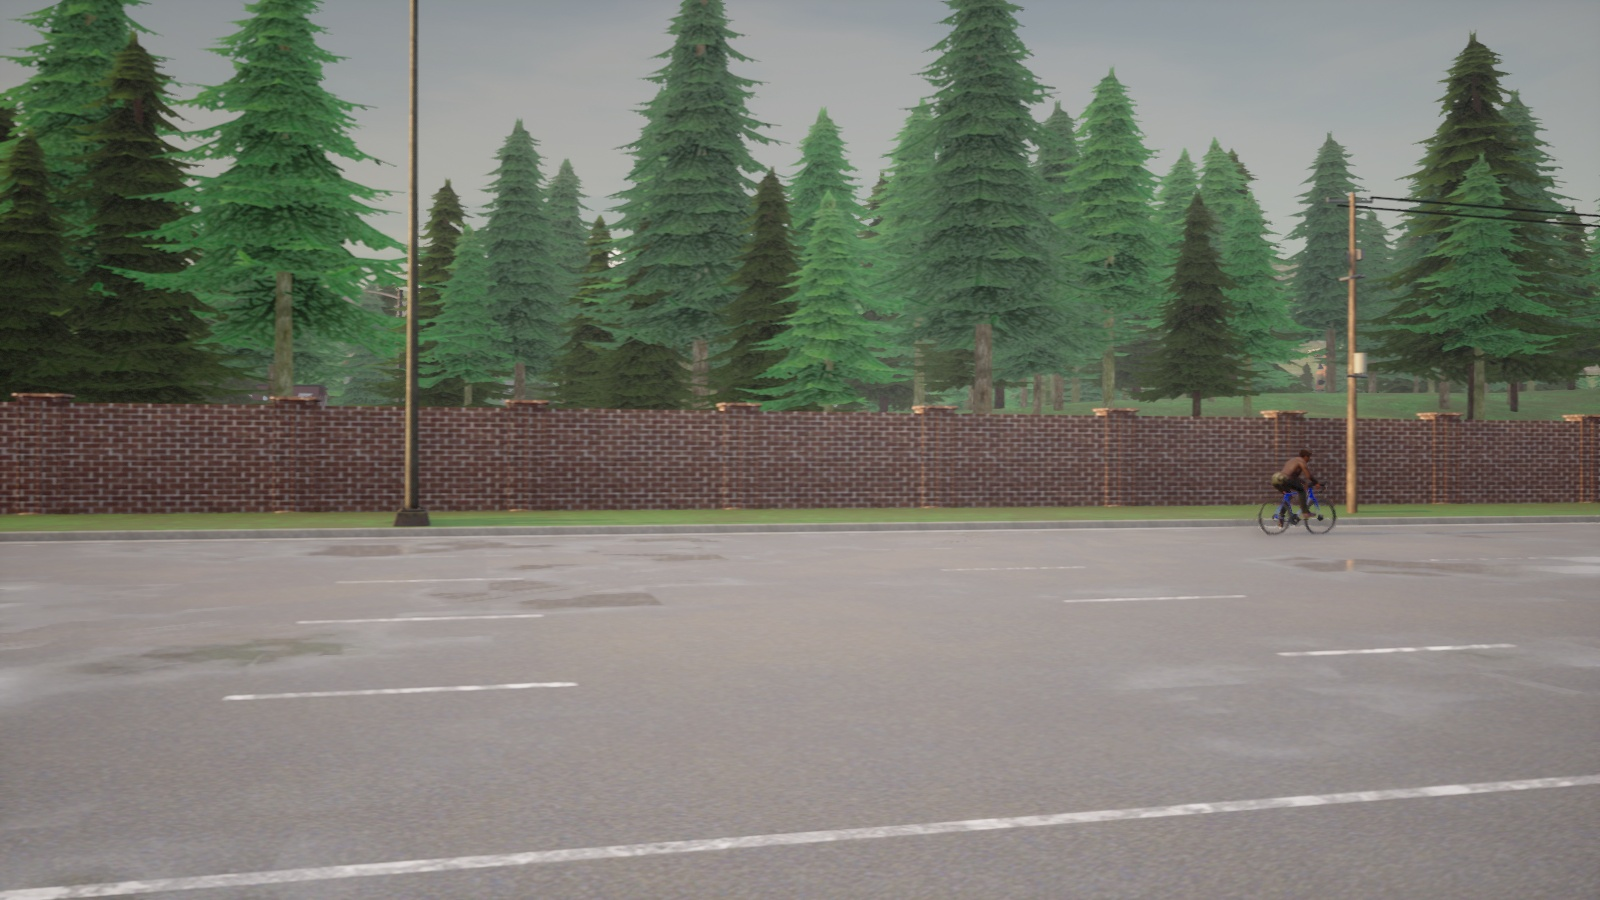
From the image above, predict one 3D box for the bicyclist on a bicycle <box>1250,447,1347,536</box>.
[{"bbox_3d":[9.312,0.765,23.467,1.656,1.620,0.582,0,0,-14],"label":"bicyclist on a bicycle"}]
